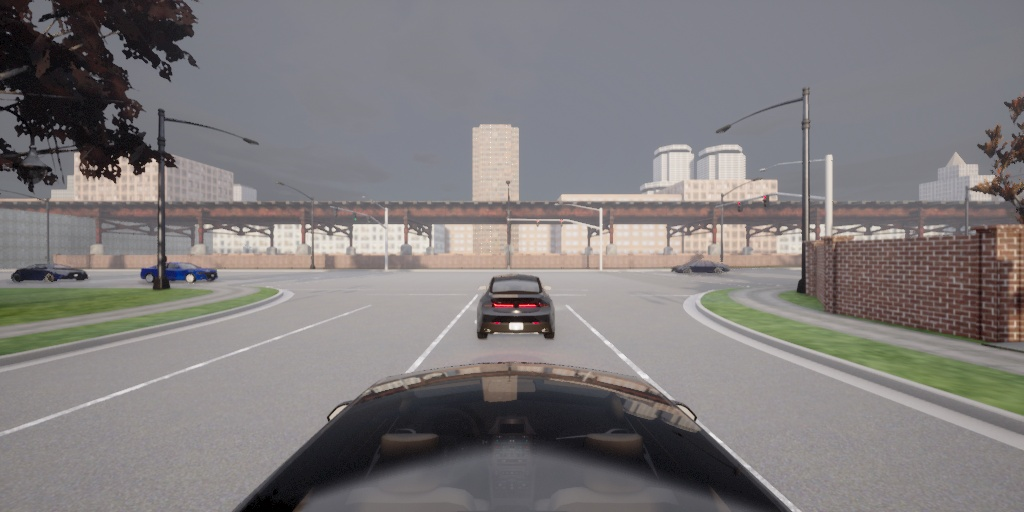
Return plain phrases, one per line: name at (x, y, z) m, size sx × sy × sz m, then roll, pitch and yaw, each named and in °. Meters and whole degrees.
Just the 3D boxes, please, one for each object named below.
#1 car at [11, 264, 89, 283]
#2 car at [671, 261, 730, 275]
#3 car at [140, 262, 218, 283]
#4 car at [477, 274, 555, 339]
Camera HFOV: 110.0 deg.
car at (-35.475, 1.306, 27.606) m, size 4.181 × 1.385 × 1.994 m, roll 0°, pitch 0°, yaw 2°
car at (19.307, 1.196, 36.793) m, size 5.357 × 1.411 × 2.033 m, roll -1°, pitch 0°, yaw 2°
car at (-25.226, 1.220, 27.291) m, size 5.008 × 1.535 × 1.882 m, roll 0°, pitch 0°, yaw 2°
car at (0.093, 1.253, 10.060) m, size 1.837 × 1.490 × 4.892 m, roll 0°, pitch 0°, yaw 0°
